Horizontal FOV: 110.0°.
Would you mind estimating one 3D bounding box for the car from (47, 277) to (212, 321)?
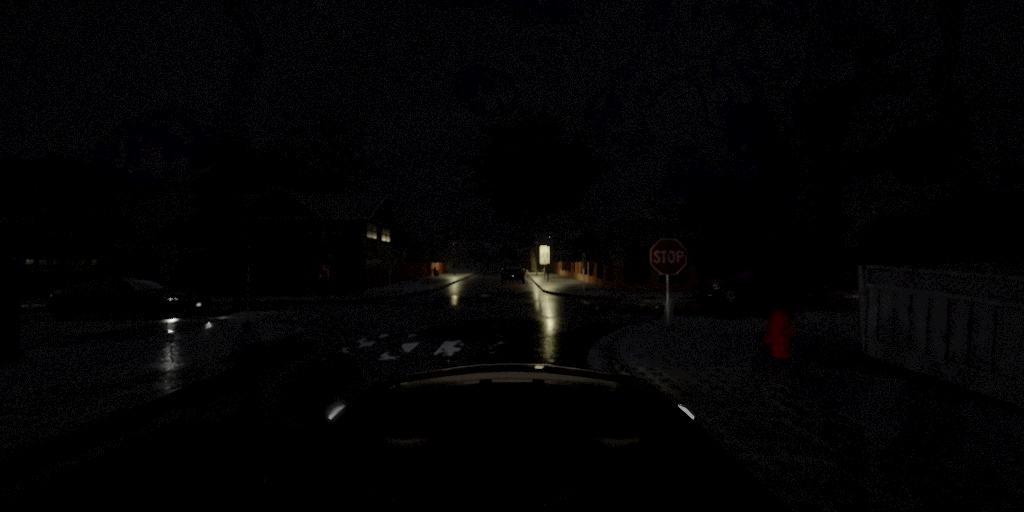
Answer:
[{"bbox_3d":[-13.311,1.457,12.594,4.674,1.442,1.812,-1,-2,0],"label":"car"}]

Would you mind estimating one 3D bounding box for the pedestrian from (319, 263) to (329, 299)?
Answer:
[{"bbox_3d":[-9.682,1.259,18.442,0.375,1.860,0.375,0,-2,1],"label":"pedestrian"}]

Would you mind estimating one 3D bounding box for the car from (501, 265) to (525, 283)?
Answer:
[{"bbox_3d":[0.079,1.478,31.271,1.882,1.535,5.008,0,-1,0],"label":"car"}]

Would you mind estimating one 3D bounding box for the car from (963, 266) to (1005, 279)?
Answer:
[{"bbox_3d":[21.648,1.103,15.135,4.892,1.490,1.837,-1,-2,1],"label":"car"}]

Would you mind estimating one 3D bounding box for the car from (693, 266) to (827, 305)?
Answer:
[{"bbox_3d":[10.394,1.216,15.275,5.008,1.535,1.882,-1,-2,1],"label":"car"}]
